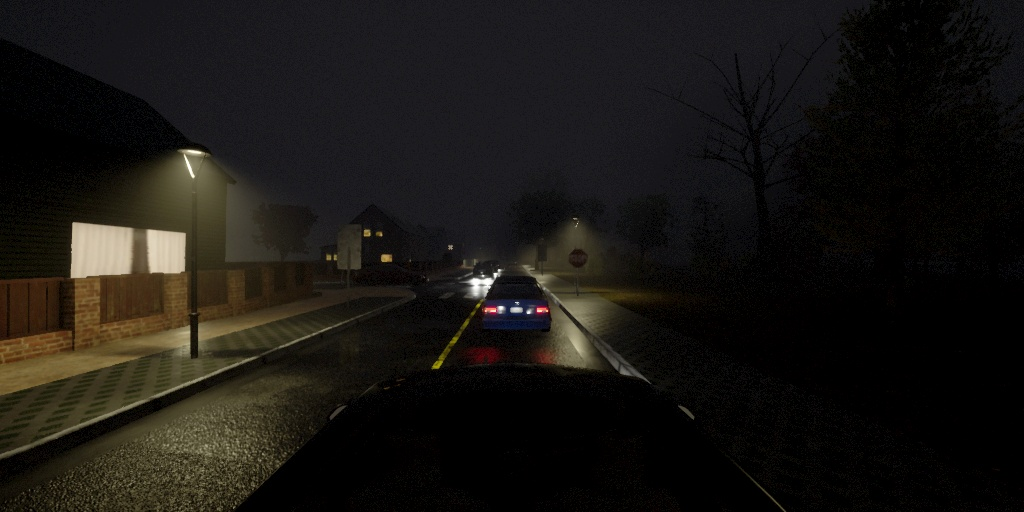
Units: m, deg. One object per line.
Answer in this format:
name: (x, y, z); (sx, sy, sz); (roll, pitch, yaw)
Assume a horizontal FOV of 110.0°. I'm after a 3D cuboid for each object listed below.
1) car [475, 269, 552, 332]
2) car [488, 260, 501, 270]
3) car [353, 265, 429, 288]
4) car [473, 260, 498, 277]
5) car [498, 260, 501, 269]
car: (0.106, 1.305, 10.846); (2.033, 1.411, 5.357); (0, 0, 0)
car: (-2.744, 1.374, 57.369); (1.837, 1.490, 4.892); (0, 0, 0)
car: (-7.813, 1.296, 23.278); (4.674, 1.442, 1.812); (0, -1, -7)
car: (-2.804, 1.294, 35.872); (2.128, 1.511, 4.902); (0, 0, 0)
car: (-2.777, 1.335, 45.979); (1.837, 1.490, 4.892); (0, 0, 0)
